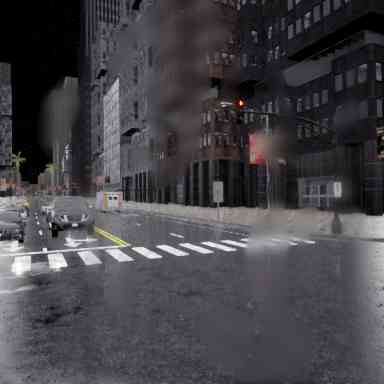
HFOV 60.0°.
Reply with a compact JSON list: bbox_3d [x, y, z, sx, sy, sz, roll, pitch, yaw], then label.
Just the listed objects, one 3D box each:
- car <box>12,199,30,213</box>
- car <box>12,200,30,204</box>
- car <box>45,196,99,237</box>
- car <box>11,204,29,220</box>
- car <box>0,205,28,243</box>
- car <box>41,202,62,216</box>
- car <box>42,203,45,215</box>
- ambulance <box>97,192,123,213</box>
[{"bbox_3d":[-22.814,1.813,44.454,1.882,1.535,5.008,0,1,-25],"label":"car"},{"bbox_3d":[-17.724,1.830,33.819,1.994,1.385,4.181,0,0,-26],"label":"car"},{"bbox_3d":[-7.234,1.357,19.616,2.150,2.045,5.566,0,0,-26],"label":"car"},{"bbox_3d":[-13.350,1.804,24.775,1.895,1.301,4.718,0,0,-26],"label":"car"},{"bbox_3d":[-9.313,1.646,16.448,1.837,1.490,4.892,0,0,-26],"label":"car"},{"bbox_3d":[-15.891,1.864,37.506,1.895,1.301,4.718,0,0,-26],"label":"car"},{"bbox_3d":[-11.487,1.726,28.395,1.812,1.442,4.674,0,0,-26],"label":"car"},{"bbox_3d":[-10.513,1.265,41.509,2.351,2.431,6.366,0,0,-26],"label":"ambulance"}]
